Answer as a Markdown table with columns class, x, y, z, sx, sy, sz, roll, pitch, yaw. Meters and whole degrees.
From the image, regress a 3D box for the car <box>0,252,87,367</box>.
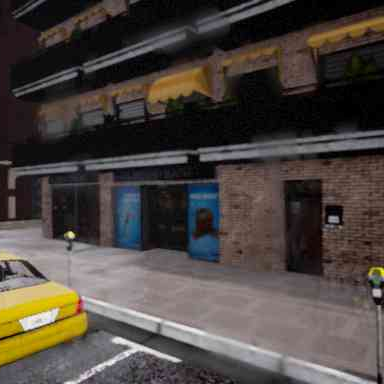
| class | x | y | z | sx | sy | sz | roll | pitch | yaw |
| --- | --- | --- | --- | --- | --- | --- | --- | --- | --- |
| car | -3.731 | 1.519 | 5.393 | 4.829 | 1.417 | 1.752 | 0 | -1 | 36 |
